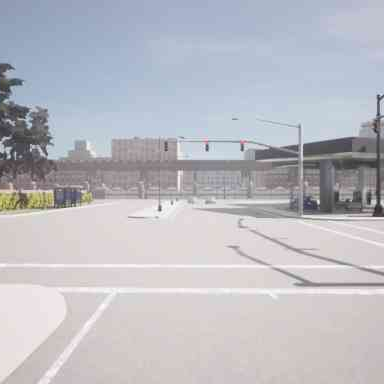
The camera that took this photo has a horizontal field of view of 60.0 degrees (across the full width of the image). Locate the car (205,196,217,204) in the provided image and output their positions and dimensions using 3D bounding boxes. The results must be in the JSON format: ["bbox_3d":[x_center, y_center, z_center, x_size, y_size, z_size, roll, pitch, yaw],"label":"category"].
[{"bbox_3d":[3.595,1.564,64.374,1.812,1.442,4.674,0,0,0],"label":"car"}]

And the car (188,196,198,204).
[{"bbox_3d":[0.203,1.565,66.159,1.812,1.442,4.674,0,0,0],"label":"car"}]

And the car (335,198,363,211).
[{"bbox_3d":[19.015,1.480,40.438,1.970,1.475,3.806,0,0,0],"label":"car"}]

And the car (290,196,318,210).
[{"bbox_3d":[13.269,1.318,39.684,2.242,1.667,4.611,0,0,0],"label":"car"}]
